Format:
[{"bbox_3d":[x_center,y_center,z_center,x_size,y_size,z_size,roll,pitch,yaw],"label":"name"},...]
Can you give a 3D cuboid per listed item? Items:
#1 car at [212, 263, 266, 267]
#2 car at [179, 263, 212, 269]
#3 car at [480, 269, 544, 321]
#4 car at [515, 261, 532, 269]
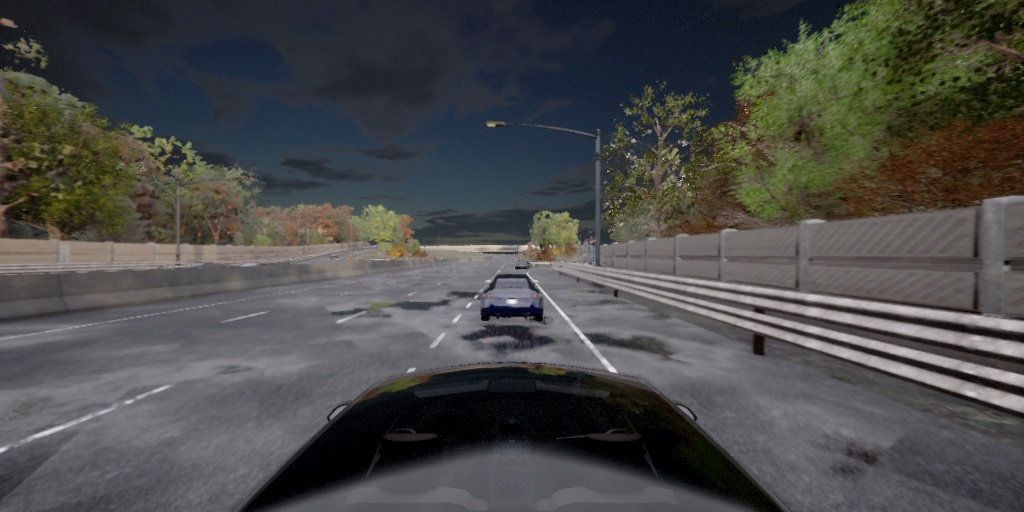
[{"bbox_3d":[-21.062,1.280,28.872,1.812,1.442,4.674,0,0,0],"label":"car"},{"bbox_3d":[-28.030,1.303,32.497,2.033,1.411,5.357,0,0,0],"label":"car"},{"bbox_3d":[0.000,1.314,12.532,1.994,1.385,4.181,0,0,0],"label":"car"},{"bbox_3d":[1.795,1.380,55.072,1.994,1.385,4.181,0,0,11],"label":"car"}]
